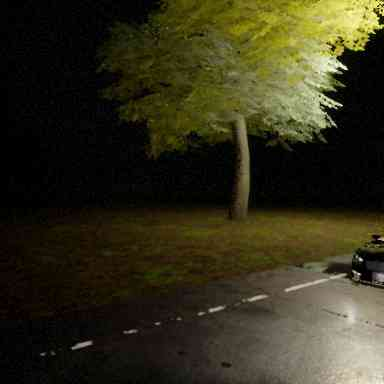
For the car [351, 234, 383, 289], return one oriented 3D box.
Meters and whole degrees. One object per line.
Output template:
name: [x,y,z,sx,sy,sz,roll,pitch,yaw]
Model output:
car: [5.832,1.466,8.155,4.902,1.511,2.128,0,0,-36]
